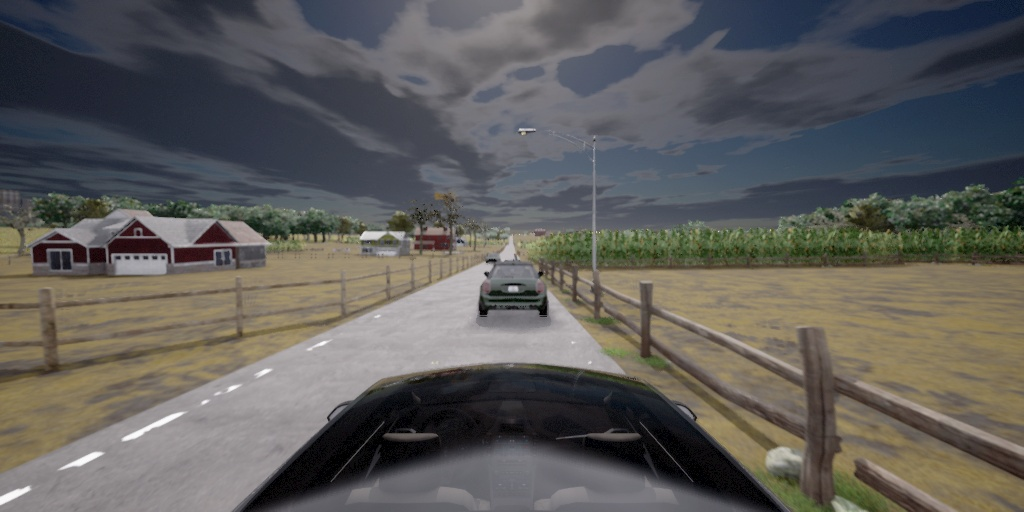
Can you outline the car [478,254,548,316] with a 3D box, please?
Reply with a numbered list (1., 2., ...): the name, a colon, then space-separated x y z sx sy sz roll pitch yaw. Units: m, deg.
1. car: 0.055 0.938 12.567 2.097 1.767 4.553 0 1 0
